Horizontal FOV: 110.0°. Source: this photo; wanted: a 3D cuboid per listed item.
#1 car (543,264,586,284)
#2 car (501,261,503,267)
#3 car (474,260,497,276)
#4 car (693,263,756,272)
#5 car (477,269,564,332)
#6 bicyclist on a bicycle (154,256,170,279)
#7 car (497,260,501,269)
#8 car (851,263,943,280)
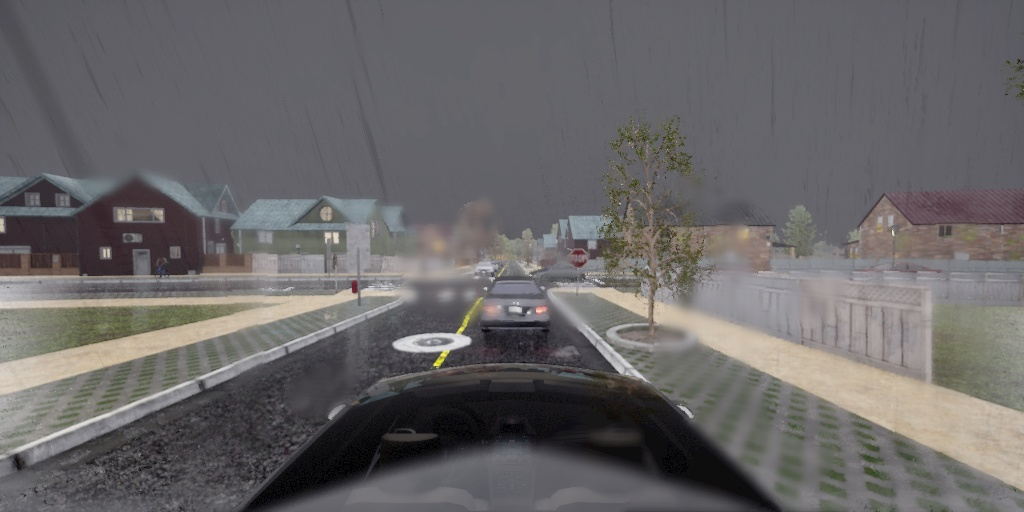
[{"bbox_3d":[3.217,1.319,26.096,4.181,1.385,1.994,-1,3,-18],"label":"car"},{"bbox_3d":[-2.842,1.435,58.180,2.033,1.411,5.357,0,0,0],"label":"car"},{"bbox_3d":[-2.809,1.333,37.716,1.812,1.442,4.674,0,0,-2],"label":"car"},{"bbox_3d":[15.803,1.244,26.946,4.674,1.442,1.812,0,3,4],"label":"car"},{"bbox_3d":[0.103,1.303,10.790,2.033,1.411,5.357,0,0,0],"label":"car"},{"bbox_3d":[-24.882,0.790,25.512,0.582,1.620,1.656,0,3,-16],"label":"bicyclist on a bicycle"},{"bbox_3d":[-2.845,1.443,47.647,1.895,1.301,4.718,0,0,0],"label":"car"},{"bbox_3d":[27.429,1.256,25.735,5.008,1.535,1.882,1,3,9],"label":"car"}]
